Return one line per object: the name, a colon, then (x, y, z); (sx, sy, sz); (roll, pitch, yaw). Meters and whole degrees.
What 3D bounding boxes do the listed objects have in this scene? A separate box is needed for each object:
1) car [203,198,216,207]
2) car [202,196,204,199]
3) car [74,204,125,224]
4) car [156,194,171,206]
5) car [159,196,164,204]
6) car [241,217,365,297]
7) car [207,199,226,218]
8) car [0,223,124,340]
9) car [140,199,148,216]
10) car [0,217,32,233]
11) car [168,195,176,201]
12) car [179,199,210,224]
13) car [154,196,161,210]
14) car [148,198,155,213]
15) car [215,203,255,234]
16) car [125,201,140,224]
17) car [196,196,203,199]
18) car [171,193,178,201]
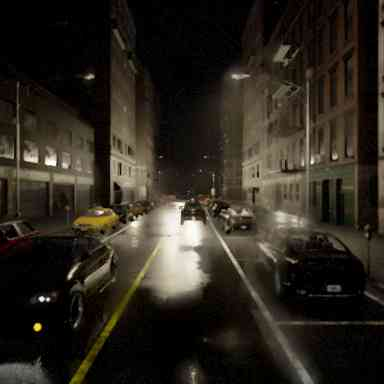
car: (2.640, 1.607, 51.668); (1.802, 1.307, 4.206); (0, 0, 0)
car: (2.640, 1.550, 46.425); (1.752, 1.417, 4.829); (0, 0, 0)
car: (-5.387, 1.539, 19.030); (1.752, 1.417, 4.829); (0, 0, 0)
car: (-5.384, 1.341, 57.090); (2.192, 1.841, 5.009); (0, 0, 0)
car: (-5.385, 1.576, 46.264); (2.008, 1.369, 4.403); (0, 0, 0)
car: (2.638, 1.557, 8.366); (2.008, 1.369, 4.403); (0, 0, 0)
car: (2.639, 1.586, 30.016); (1.947, 1.339, 4.313); (0, 0, 0)
car: (-2.833, 1.569, 6.620); (1.994, 1.385, 4.181); (0, 0, 1)
car: (-5.386, 1.546, 29.856); (1.752, 1.417, 4.829); (0, 0, 0)
car: (-5.387, 1.446, 8.375); (1.967, 1.590, 4.097); (0, 0, 0)
car: (-5.383, 1.570, 89.008); (1.887, 1.381, 4.507); (0, 0, 0)
car: (0.099, 1.523, 24.750); (1.837, 1.490, 4.892); (0, 0, 0)
car: (-5.385, 1.576, 40.851); (2.008, 1.369, 4.403); (0, 0, 0)
car: (-5.386, 1.605, 35.439); (1.802, 1.307, 4.206); (0, 0, 0)
car: (2.638, 1.564, 19.191); (2.008, 1.369, 4.403); (0, 0, 0)
car: (-5.386, 1.583, 24.613); (1.947, 1.339, 4.313); (0, 0, 0)
car: (0.100, 1.588, 43.453); (1.994, 1.385, 4.181); (0, 0, 0)
car: (-5.383, 1.577, 83.553); (2.008, 1.369, 4.403); (0, 0, 0)
